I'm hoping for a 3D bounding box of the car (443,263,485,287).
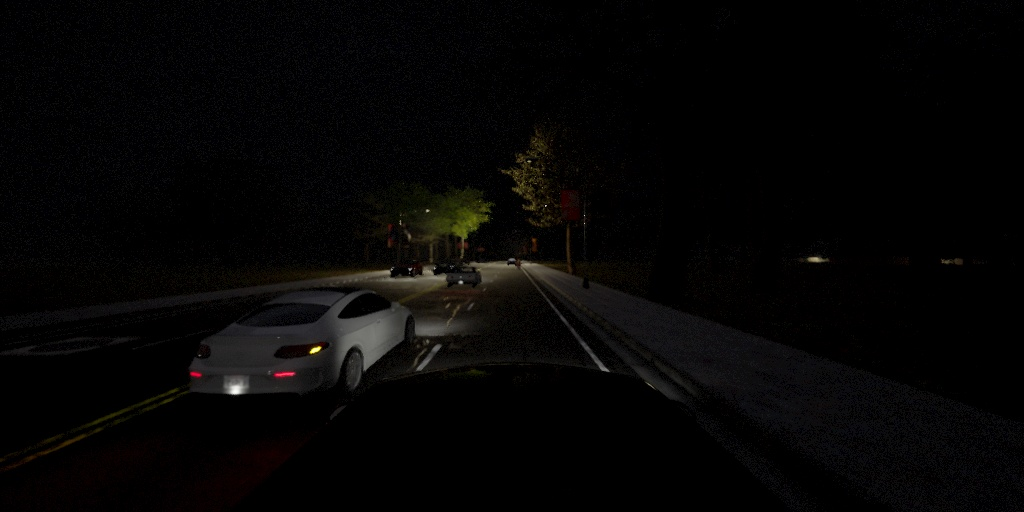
[{"bbox_3d":[-3.160,1.349,24.336,1.895,1.301,4.718,0,0,0],"label":"car"}]

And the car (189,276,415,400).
[{"bbox_3d":[-3.151,1.275,6.405,1.812,1.442,4.674,0,0,0],"label":"car"}]

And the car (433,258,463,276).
[{"bbox_3d":[-6.594,1.098,36.401,2.097,1.767,4.553,0,0,0],"label":"car"}]

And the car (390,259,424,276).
[{"bbox_3d":[-9.846,1.099,33.772,2.097,1.767,4.553,0,0,0],"label":"car"}]

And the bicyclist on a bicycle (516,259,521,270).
[{"bbox_3d":[0.899,1.183,45.343,0.866,1.612,1.509,0,2,0],"label":"bicyclist on a bicycle"}]
